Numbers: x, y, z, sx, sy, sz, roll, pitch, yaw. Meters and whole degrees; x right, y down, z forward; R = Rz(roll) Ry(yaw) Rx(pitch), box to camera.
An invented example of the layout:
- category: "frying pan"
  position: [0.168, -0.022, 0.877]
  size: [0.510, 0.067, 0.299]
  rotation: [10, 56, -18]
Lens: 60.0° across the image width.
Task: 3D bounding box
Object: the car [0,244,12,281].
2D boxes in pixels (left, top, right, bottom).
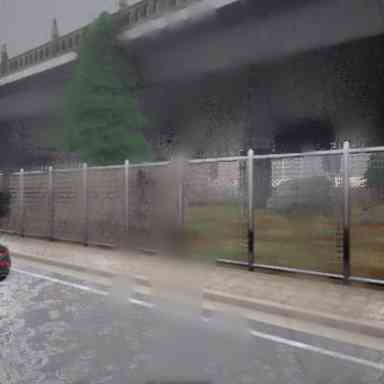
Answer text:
- category: "car"
  position: [-6.402, 1.544, 8.520]
  size: [4.674, 1.442, 1.812]
  rotation: [0, 0, 36]
